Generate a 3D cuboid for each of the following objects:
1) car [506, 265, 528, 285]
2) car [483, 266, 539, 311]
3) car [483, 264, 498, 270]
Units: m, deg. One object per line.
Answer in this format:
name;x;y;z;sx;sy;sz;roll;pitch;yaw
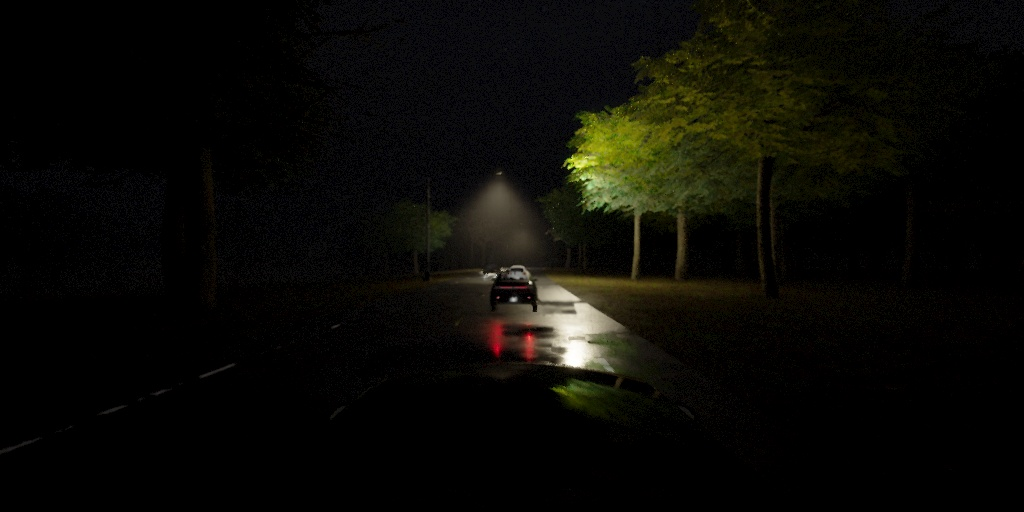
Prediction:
car;0.491;1.564;30.669;1.812;1.442;4.674;0;0;2
car;0.123;1.378;15.312;2.128;1.511;4.902;0;0;1
car;-2.596;1.743;46.423;2.033;1.411;5.357;0;-1;3
